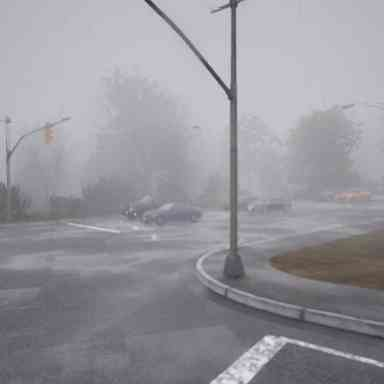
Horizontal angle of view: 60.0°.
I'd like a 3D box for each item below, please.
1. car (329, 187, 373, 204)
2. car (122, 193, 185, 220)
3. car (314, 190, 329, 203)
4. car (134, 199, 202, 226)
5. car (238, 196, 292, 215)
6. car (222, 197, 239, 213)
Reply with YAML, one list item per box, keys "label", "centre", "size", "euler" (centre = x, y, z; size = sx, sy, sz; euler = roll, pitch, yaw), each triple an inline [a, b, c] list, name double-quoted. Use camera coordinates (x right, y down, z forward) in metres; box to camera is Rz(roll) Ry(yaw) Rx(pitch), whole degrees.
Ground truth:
- label: "car"
  centre: [18.099, 0.348, 37.309]
  size: [4.553, 1.767, 2.097]
  euler: [-4, 2, -29]
- label: "car"
  centre: [-2.824, 1.150, 26.724]
  size: [5.566, 2.045, 2.150]
  euler: [-1, 1, -41]
- label: "car"
  centre: [17.074, 0.422, 40.780]
  size: [5.008, 1.535, 1.882]
  euler: [-5, 2, -29]
- label: "car"
  centre: [-1.352, 1.474, 23.346]
  size: [4.674, 1.442, 1.812]
  euler: [-1, 1, -39]
- label: "car"
  centre: [6.955, 1.156, 30.037]
  size: [4.902, 1.511, 2.128]
  euler: [-3, 2, -36]
- label: "car"
  centre: [5.102, 1.160, 33.012]
  size: [4.892, 1.490, 1.837]
  euler: [-2, 1, -36]
